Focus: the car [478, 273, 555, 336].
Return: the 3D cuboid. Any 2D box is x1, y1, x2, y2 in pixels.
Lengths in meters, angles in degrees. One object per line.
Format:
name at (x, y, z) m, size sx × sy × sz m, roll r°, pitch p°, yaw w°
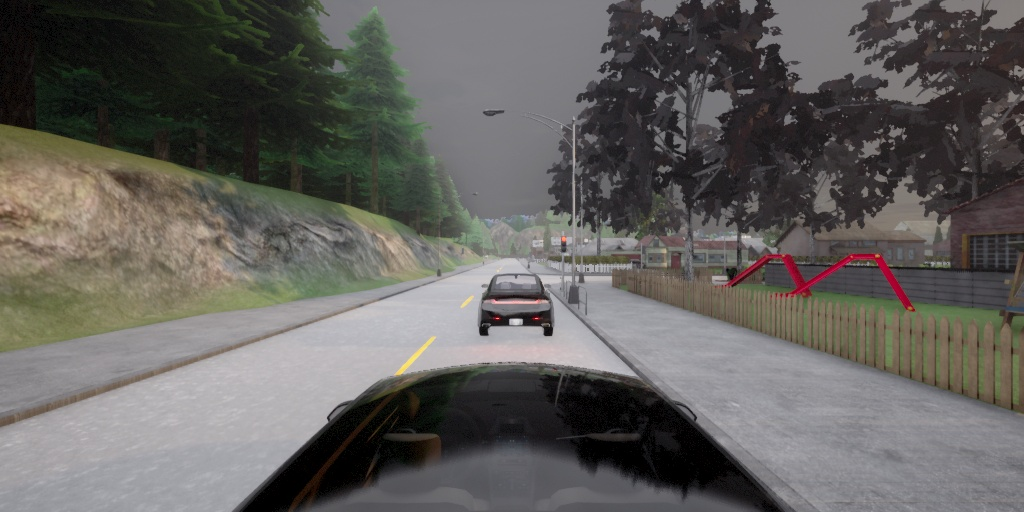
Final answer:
car at (0.118, 1.242, 10.332) m, size 2.128 × 1.511 × 4.902 m, roll 0°, pitch 0°, yaw 1°
